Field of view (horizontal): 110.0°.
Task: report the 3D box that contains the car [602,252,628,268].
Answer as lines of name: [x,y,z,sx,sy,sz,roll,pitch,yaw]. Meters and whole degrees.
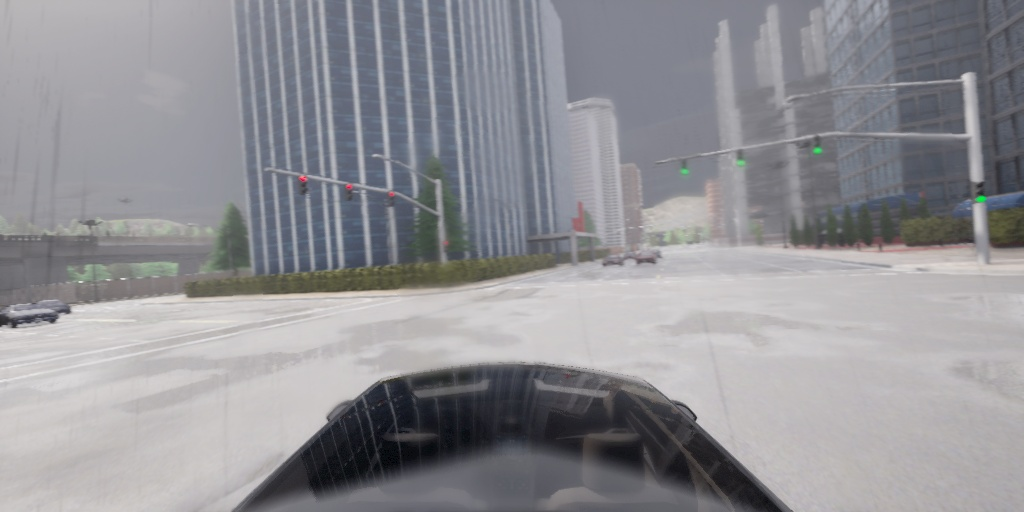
car: [11.370,0.493,40.224,1.994,1.385,4.181,-5,0,25]

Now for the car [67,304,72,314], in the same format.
car: [-41.649,4.659,32.163,4.181,1.385,1.994,-4,0,26]

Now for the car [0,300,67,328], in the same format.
car: [-32.232,3.883,23.728,5.357,1.411,2.033,-5,0,26]

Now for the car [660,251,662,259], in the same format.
car: [21.497,-0.295,53.882,2.033,1.411,5.357,-5,0,25]

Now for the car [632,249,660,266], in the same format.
car: [14.493,0.156,38.678,1.882,1.535,5.008,-5,0,25]

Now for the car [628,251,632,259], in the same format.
car: [18.299,-0.024,55.289,1.994,1.385,4.181,-5,0,25]
